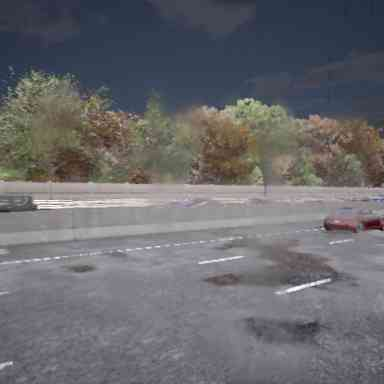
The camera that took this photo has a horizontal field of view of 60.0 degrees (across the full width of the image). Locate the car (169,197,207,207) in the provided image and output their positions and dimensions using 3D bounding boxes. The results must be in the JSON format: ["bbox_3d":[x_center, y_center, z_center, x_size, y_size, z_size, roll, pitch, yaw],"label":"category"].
[{"bbox_3d":[0.413,1.348,34.312,4.553,1.767,2.097,0,0,-35],"label":"car"}]

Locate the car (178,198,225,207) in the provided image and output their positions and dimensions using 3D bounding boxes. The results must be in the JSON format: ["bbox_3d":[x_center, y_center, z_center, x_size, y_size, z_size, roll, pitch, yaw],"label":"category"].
[{"bbox_3d":[1.405,1.523,30.733,4.674,1.442,1.812,0,0,-35],"label":"car"}]

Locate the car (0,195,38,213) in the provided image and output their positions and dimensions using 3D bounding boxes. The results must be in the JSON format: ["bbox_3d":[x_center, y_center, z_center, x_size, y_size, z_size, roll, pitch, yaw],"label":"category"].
[{"bbox_3d":[-12.604,1.202,20.777,5.566,2.045,2.150,1,0,-35],"label":"car"}]

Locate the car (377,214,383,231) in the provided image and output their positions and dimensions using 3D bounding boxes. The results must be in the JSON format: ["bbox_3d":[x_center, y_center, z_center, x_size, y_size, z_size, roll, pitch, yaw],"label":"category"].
[{"bbox_3d":[11.641,1.562,16.461,5.357,1.411,2.033,0,0,-35],"label":"car"}]

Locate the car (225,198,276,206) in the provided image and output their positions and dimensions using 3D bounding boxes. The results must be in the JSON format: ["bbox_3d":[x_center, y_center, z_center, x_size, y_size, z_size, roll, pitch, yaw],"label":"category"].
[{"bbox_3d":[5.580,1.356,29.390,4.553,1.767,2.097,0,0,-35],"label":"car"}]

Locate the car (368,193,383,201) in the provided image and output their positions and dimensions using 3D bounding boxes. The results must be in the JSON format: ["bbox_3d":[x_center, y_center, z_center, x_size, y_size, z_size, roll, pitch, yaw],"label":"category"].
[{"bbox_3d":[33.538,1.287,57.864,5.566,2.045,2.150,0,0,-35],"label":"car"}]

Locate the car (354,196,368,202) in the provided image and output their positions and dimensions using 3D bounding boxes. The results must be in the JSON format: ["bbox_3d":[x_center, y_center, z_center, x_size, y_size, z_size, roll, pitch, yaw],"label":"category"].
[{"bbox_3d":[31.463,1.545,60.682,4.892,1.490,1.837,0,0,-35],"label":"car"}]

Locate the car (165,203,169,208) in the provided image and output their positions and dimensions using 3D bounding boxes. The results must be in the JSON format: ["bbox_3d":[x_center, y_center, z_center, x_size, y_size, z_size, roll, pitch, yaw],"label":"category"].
[{"bbox_3d":[-0.797,1.486,37.734,4.902,1.511,2.128,0,0,-35],"label":"car"}]

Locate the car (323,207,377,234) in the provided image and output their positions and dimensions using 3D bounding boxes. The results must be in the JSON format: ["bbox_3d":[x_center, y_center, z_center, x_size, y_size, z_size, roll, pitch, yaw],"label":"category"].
[{"bbox_3d":[9.503,1.575,19.236,4.181,1.385,1.994,0,0,-35],"label":"car"}]
